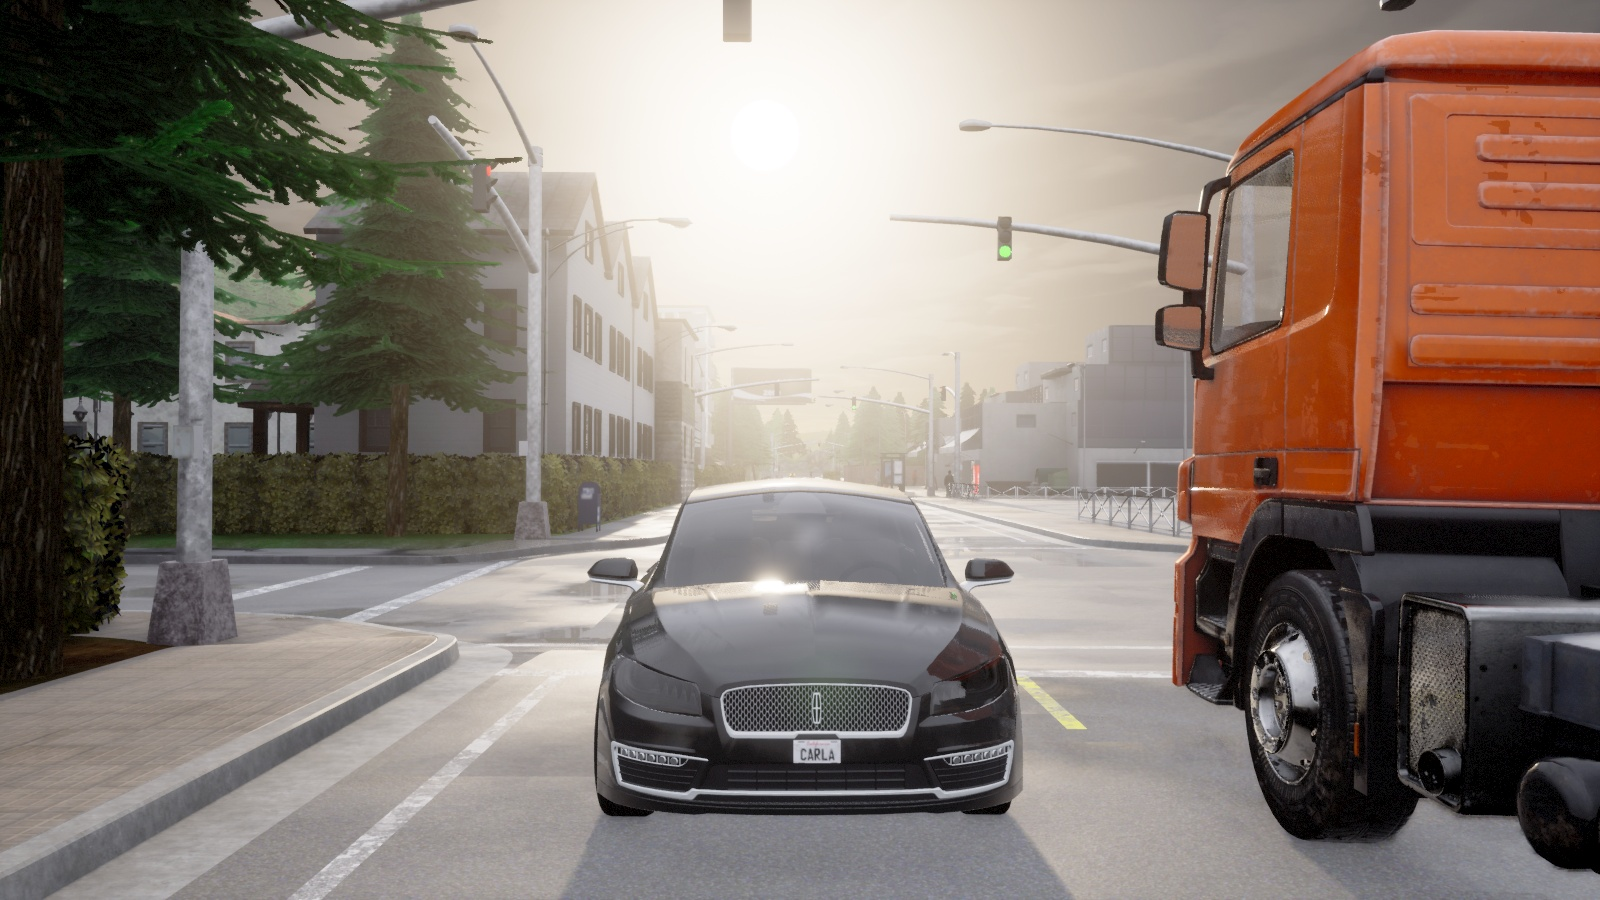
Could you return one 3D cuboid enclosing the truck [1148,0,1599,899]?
[{"bbox_3d":[3.467,-0.063,3.129,2.891,3.462,7.936,1,0,0],"label":"truck"}]

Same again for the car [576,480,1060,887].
[{"bbox_3d":[-0.006,0.941,7.222,1.837,1.490,4.892,0,-1,-2],"label":"car"}]
